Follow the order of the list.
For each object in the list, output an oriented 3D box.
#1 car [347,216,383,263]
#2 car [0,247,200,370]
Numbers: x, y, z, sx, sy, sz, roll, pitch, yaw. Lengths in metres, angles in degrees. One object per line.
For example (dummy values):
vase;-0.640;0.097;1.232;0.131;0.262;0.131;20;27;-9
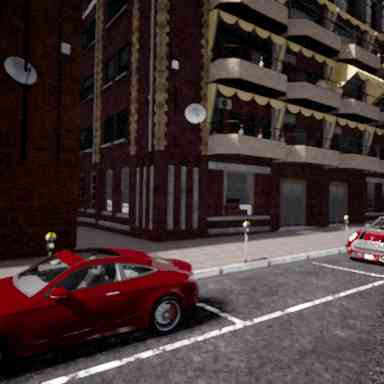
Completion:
car;7.271;1.558;11.747;4.097;1.590;1.967;1;0;-36
car;-1.792;1.596;5.269;4.206;1.307;1.802;1;0;-36
